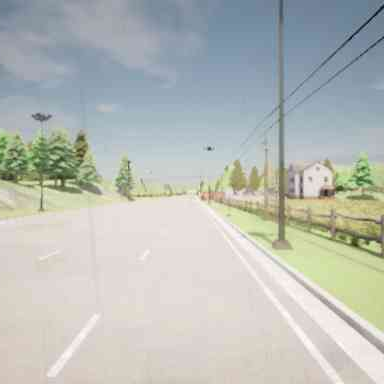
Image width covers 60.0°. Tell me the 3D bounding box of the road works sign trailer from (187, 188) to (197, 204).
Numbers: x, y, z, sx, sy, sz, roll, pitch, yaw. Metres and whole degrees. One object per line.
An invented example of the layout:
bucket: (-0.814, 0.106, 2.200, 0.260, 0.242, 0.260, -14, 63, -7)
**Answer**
road works sign trailer: (0.004, 0.983, 75.143, 2.380, 3.560, 2.880, 0, 0, 0)
